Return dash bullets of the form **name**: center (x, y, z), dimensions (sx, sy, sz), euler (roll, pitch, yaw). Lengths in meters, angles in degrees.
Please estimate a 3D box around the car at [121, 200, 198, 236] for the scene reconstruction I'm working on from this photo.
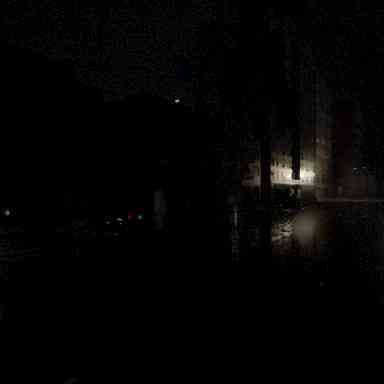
- **car**: center (-1.358, 1.296, 18.291), dimensions (2.097, 1.767, 4.553), euler (0, 0, 35)

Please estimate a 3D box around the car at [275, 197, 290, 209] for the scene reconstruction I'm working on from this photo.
- **car**: center (12.305, 1.416, 42.609), dimensions (1.837, 1.490, 4.892), euler (0, -1, 36)

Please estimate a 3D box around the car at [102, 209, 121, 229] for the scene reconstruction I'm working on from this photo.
- **car**: center (-3.314, 1.465, 20.637), dimensions (1.837, 1.490, 4.892), euler (0, 0, 35)

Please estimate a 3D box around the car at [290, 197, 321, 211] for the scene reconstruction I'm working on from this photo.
- **car**: center (13.911, 1.442, 39.837), dimensions (2.033, 1.411, 5.357), euler (0, 0, 35)
